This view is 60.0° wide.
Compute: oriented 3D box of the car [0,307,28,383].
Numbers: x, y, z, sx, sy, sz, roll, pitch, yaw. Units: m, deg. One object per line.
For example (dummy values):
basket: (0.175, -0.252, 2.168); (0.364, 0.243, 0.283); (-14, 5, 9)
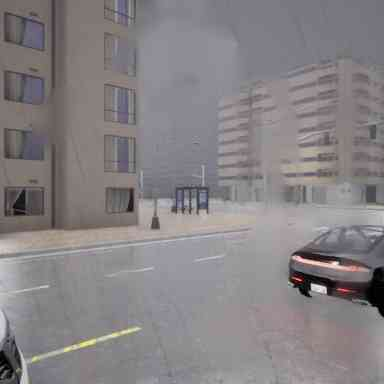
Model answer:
car: (-3.755, 1.221, 1.367); (5.566, 2.045, 2.150); (0, 0, -32)

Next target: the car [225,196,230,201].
car: (10.910, 1.595, 86.315); (5.357, 1.411, 2.033); (0, 0, -40)

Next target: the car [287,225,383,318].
car: (4.120, 1.492, 7.380); (4.902, 1.511, 2.128); (0, 0, -39)
